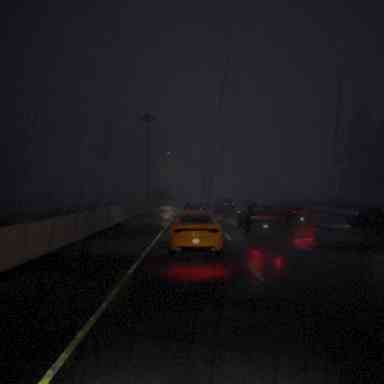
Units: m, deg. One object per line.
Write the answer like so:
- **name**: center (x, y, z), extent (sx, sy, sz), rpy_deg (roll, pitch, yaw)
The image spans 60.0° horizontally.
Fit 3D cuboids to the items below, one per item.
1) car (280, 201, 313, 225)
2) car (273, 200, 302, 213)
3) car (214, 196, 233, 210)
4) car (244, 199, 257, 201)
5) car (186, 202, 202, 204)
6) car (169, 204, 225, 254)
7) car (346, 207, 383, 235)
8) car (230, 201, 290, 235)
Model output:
- **car**: center (7.174, 1.513, 24.068), extent (1.837, 1.490, 4.892), rpy_deg (0, 0, 0)
- **car**: center (10.715, 1.625, 37.559), extent (1.895, 1.301, 4.718), rpy_deg (0, 0, 0)
- **car**: center (3.716, 1.375, 38.265), extent (2.097, 1.767, 4.553), rpy_deg (0, 0, 0)
- **car**: center (7.221, 1.553, 41.122), extent (1.812, 1.442, 4.674), rpy_deg (0, 0, 0)
- **car**: center (0.202, 1.617, 33.514), extent (1.895, 1.301, 4.718), rpy_deg (0, 0, 0)
- **car**: center (0.140, 1.472, 13.493), extent (1.882, 1.535, 5.008), rpy_deg (0, 0, 0)
- **car**: center (10.656, 1.552, 18.662), extent (2.033, 1.411, 5.357), rpy_deg (0, 0, 0)
- **car**: center (3.656, 1.493, 18.890), extent (2.128, 1.511, 4.902), rpy_deg (0, 0, 0)
